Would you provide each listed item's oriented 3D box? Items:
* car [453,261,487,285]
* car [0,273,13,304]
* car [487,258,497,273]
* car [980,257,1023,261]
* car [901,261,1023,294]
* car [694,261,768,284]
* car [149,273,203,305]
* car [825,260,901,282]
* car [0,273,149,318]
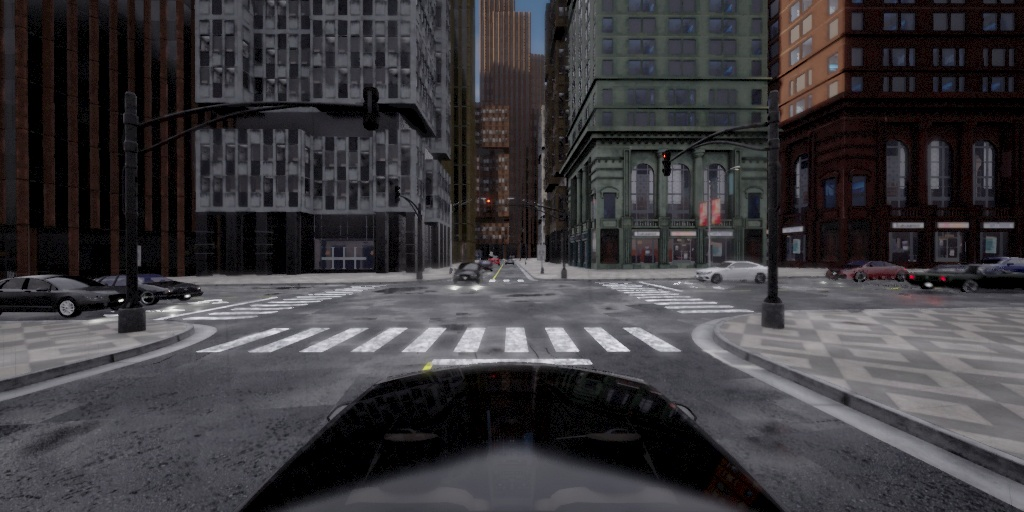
[{"bbox_3d":[-3.162,1.255,26.481,1.837,1.490,4.892,0,0,0],"label":"car"},{"bbox_3d":[-27.349,1.610,16.958,4.892,1.490,1.837,-1,0,0],"label":"car"},{"bbox_3d":[-3.304,1.266,44.292,2.033,1.411,5.357,0,0,0],"label":"car"},{"bbox_3d":[32.382,0.809,23.814,4.674,1.442,1.812,-1,0,-1],"label":"car"},{"bbox_3d":[22.035,1.049,17.080,4.718,1.301,1.895,-1,0,0],"label":"car"},{"bbox_3d":[14.600,1.036,23.770,4.674,1.442,1.812,-1,0,-1],"label":"car"},{"bbox_3d":[-17.863,1.524,17.039,5.357,1.411,2.033,-1,0,5],"label":"car"},{"bbox_3d":[23.422,0.961,23.793,4.181,1.385,1.994,-1,0,0],"label":"car"},{"bbox_3d":[-17.420,1.492,13.733,4.892,1.490,1.837,-1,0,0],"label":"car"}]
